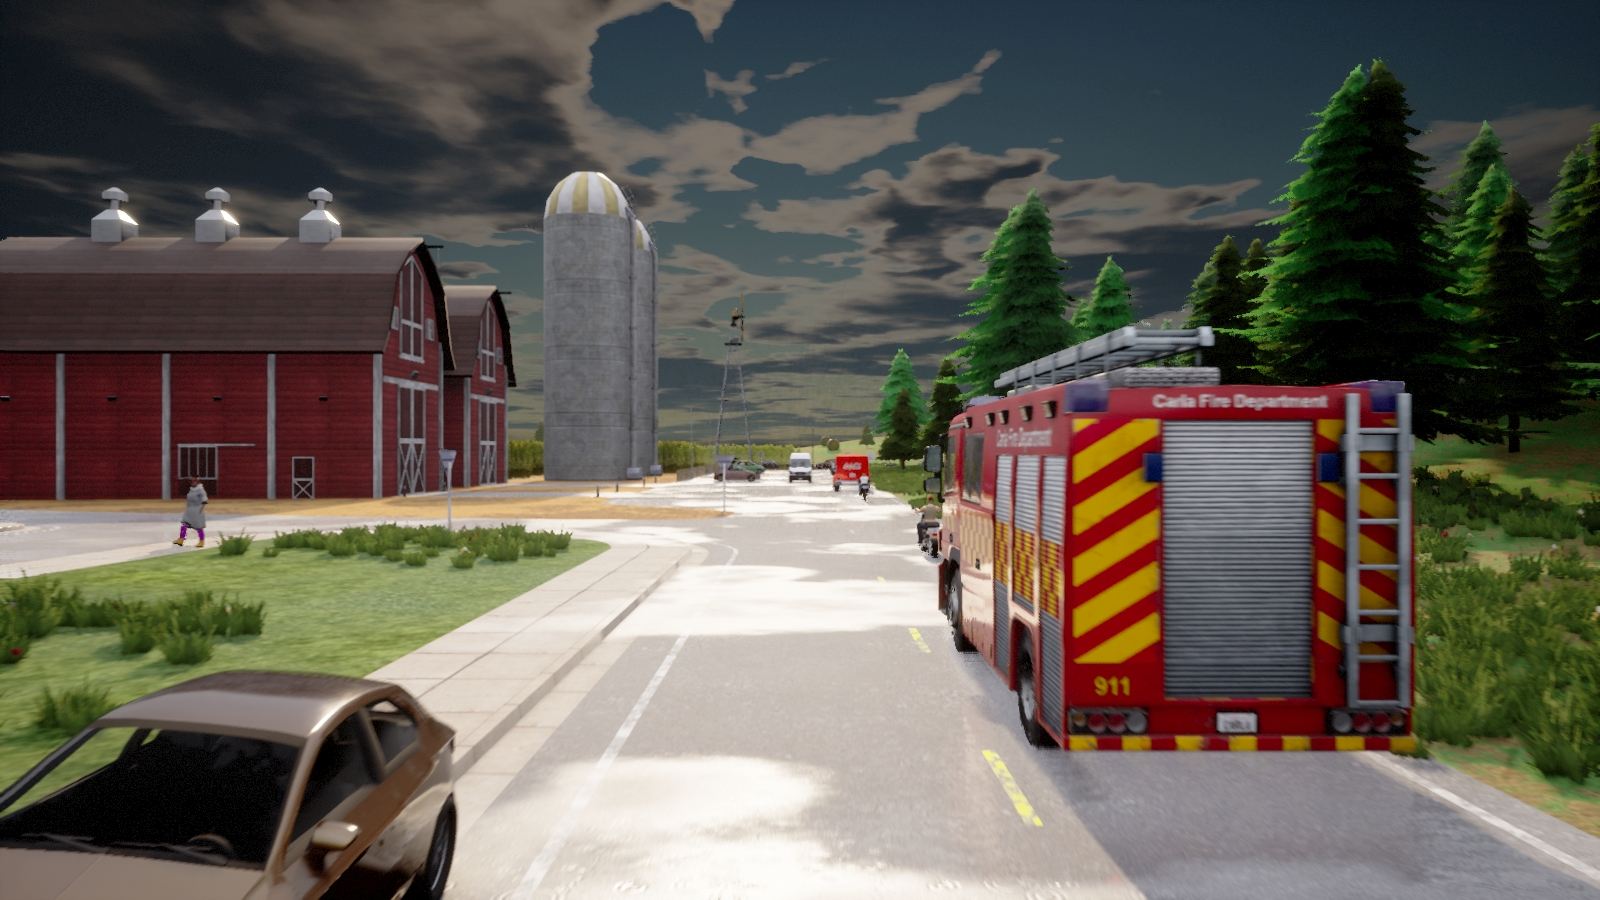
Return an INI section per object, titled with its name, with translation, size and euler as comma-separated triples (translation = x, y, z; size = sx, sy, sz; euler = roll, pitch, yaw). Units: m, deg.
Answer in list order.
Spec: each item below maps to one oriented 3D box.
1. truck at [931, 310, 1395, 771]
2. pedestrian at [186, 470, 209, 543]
[truck]
translation = 3.499, 0.750, 13.724
size = 2.891, 3.827, 8.468
euler = 0, 0, 0
[pedestrian]
translation = -15.762, 1.470, 29.871
size = 0.375, 1.860, 0.375
euler = 0, 0, 21
